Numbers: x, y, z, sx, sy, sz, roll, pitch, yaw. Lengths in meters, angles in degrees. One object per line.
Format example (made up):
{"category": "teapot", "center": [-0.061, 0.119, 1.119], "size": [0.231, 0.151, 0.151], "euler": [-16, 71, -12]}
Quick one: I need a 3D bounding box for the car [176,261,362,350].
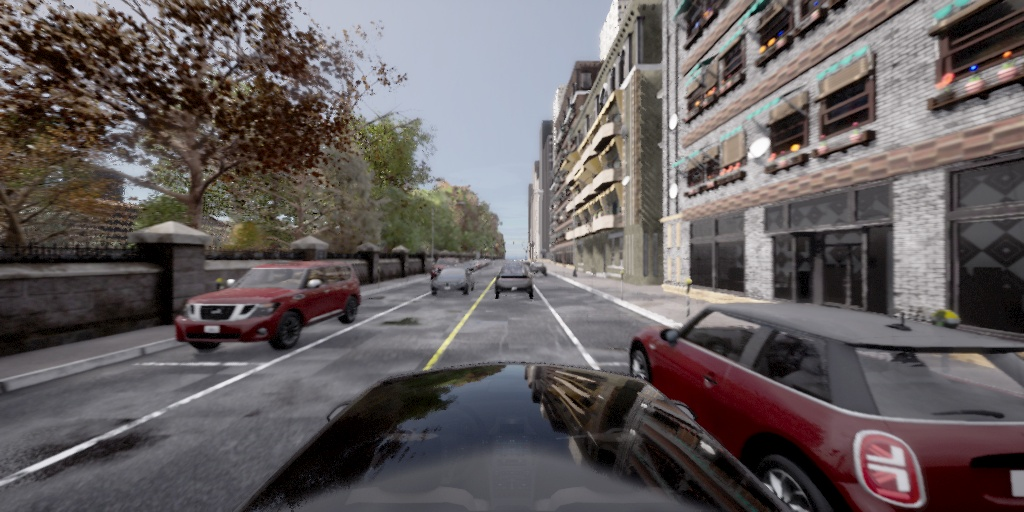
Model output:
{"category": "car", "center": [-5.693, 1.072, 9.312], "size": [2.192, 1.841, 5.009], "euler": [0, 0, 0]}

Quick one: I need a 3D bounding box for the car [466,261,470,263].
{"category": "car", "center": [-5.697, 1.316, 36.835], "size": [1.751, 1.417, 4.829], "euler": [0, 0, 0]}

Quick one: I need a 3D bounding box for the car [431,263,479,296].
{"category": "car", "center": [-3.112, 1.295, 19.635], "size": [1.812, 1.442, 4.674], "euler": [0, 0, 0]}

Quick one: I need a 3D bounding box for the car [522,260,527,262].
{"category": "car", "center": [0.095, 1.337, 35.342], "size": [2.033, 1.411, 5.357], "euler": [0, 0, 0]}

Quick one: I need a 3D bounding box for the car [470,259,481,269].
{"category": "car", "center": [-5.699, 1.372, 48.082], "size": [1.948, 1.339, 4.313], "euler": [0, 0, 0]}

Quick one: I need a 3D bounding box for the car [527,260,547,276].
{"category": "car", "center": [2.683, 1.342, 37.009], "size": [2.007, 1.370, 4.403], "euler": [0, 0, 0]}

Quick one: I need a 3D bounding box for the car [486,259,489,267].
{"category": "car", "center": [-5.702, 1.360, 64.528], "size": [1.751, 1.417, 4.829], "euler": [0, 0, 0]}

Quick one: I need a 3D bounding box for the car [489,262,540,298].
{"category": "car", "center": [0.097, 1.261, 18.484], "size": [2.128, 1.511, 4.902], "euler": [0, 0, 0]}

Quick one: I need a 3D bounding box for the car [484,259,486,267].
{"category": "car", "center": [-5.701, 1.406, 59.159], "size": [1.802, 1.307, 4.207], "euler": [0, 0, 0]}

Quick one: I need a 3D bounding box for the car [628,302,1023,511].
{"category": "car", "center": [2.689, 1.192, 3.777], "size": [1.967, 1.591, 4.097], "euler": [0, 0, 0]}

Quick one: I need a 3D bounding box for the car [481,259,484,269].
{"category": "car", "center": [-5.700, 1.255, 53.621], "size": [1.967, 1.591, 4.097], "euler": [0, 0, 0]}

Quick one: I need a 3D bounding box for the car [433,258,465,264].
{"category": "car", "center": [-5.697, 1.098, 31.466], "size": [2.192, 1.841, 5.009], "euler": [0, 0, 0]}
